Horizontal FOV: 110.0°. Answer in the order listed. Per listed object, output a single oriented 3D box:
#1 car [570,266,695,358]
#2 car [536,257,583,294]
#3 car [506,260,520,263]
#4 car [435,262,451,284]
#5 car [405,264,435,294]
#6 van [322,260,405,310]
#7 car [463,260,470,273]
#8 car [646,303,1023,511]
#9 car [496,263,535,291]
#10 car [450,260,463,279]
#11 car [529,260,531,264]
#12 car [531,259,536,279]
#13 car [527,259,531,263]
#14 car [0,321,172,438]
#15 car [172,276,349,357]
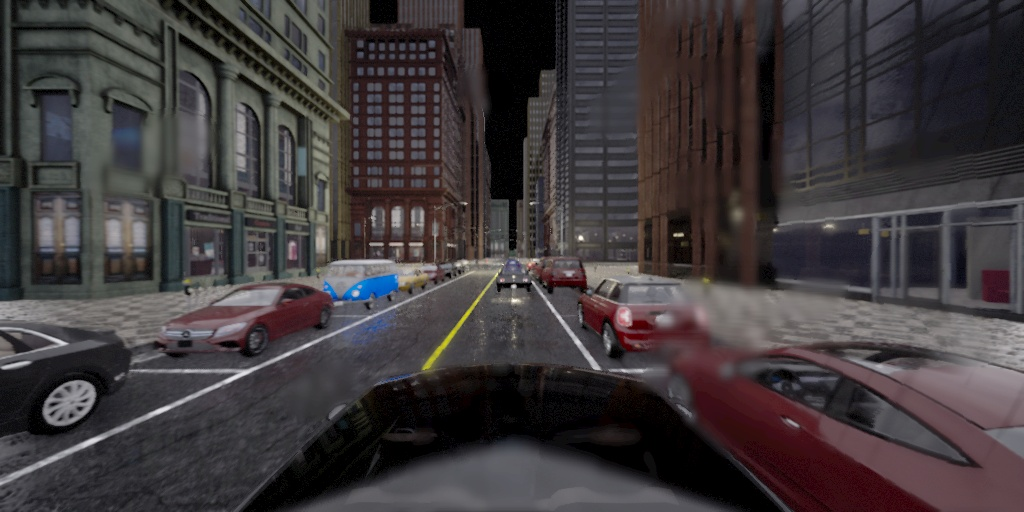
[{"bbox_3d":[2.761,1.160,8.429,1.967,1.591,4.097,0,0,0],"label":"car"},{"bbox_3d":[2.758,0.988,19.700,2.192,1.841,5.009,0,0,0],"label":"car"},{"bbox_3d":[0.091,1.131,37.833,1.812,1.442,4.674,0,0,0],"label":"car"},{"bbox_3d":[-5.769,1.234,25.332,1.802,1.307,4.207,0,0,0],"label":"car"},{"bbox_3d":[-5.767,1.200,19.525,1.751,1.417,4.829,0,0,0],"label":"car"},{"bbox_3d":[-5.766,1.038,14.059,1.690,1.789,3.998,0,0,0],"label":"van"},{"bbox_3d":[-5.772,1.176,36.604,1.948,1.339,4.313,0,0,0],"label":"car"},{"bbox_3d":[2.762,1.327,2.794,1.802,1.307,4.207,0,0,0],"label":"car"},{"bbox_3d":[0.096,1.271,20.680,1.895,1.301,4.718,0,0,0],"label":"car"},{"bbox_3d":[-5.770,1.196,30.968,1.948,1.339,4.313,0,0,0],"label":"car"},{"bbox_3d":[2.755,1.196,30.973,1.948,1.339,4.313,0,0,0],"label":"car"},{"bbox_3d":[2.756,0.966,25.337,2.192,1.841,5.009,0,0,0],"label":"car"},{"bbox_3d":[2.752,1.029,42.245,1.967,1.591,4.097,0,0,0],"label":"car"},{"bbox_3d":[-5.763,1.296,2.785,2.007,1.370,4.403,0,0,0],"label":"car"},{"bbox_3d":[-5.764,1.303,8.423,1.802,1.307,4.207,0,0,0],"label":"car"}]
